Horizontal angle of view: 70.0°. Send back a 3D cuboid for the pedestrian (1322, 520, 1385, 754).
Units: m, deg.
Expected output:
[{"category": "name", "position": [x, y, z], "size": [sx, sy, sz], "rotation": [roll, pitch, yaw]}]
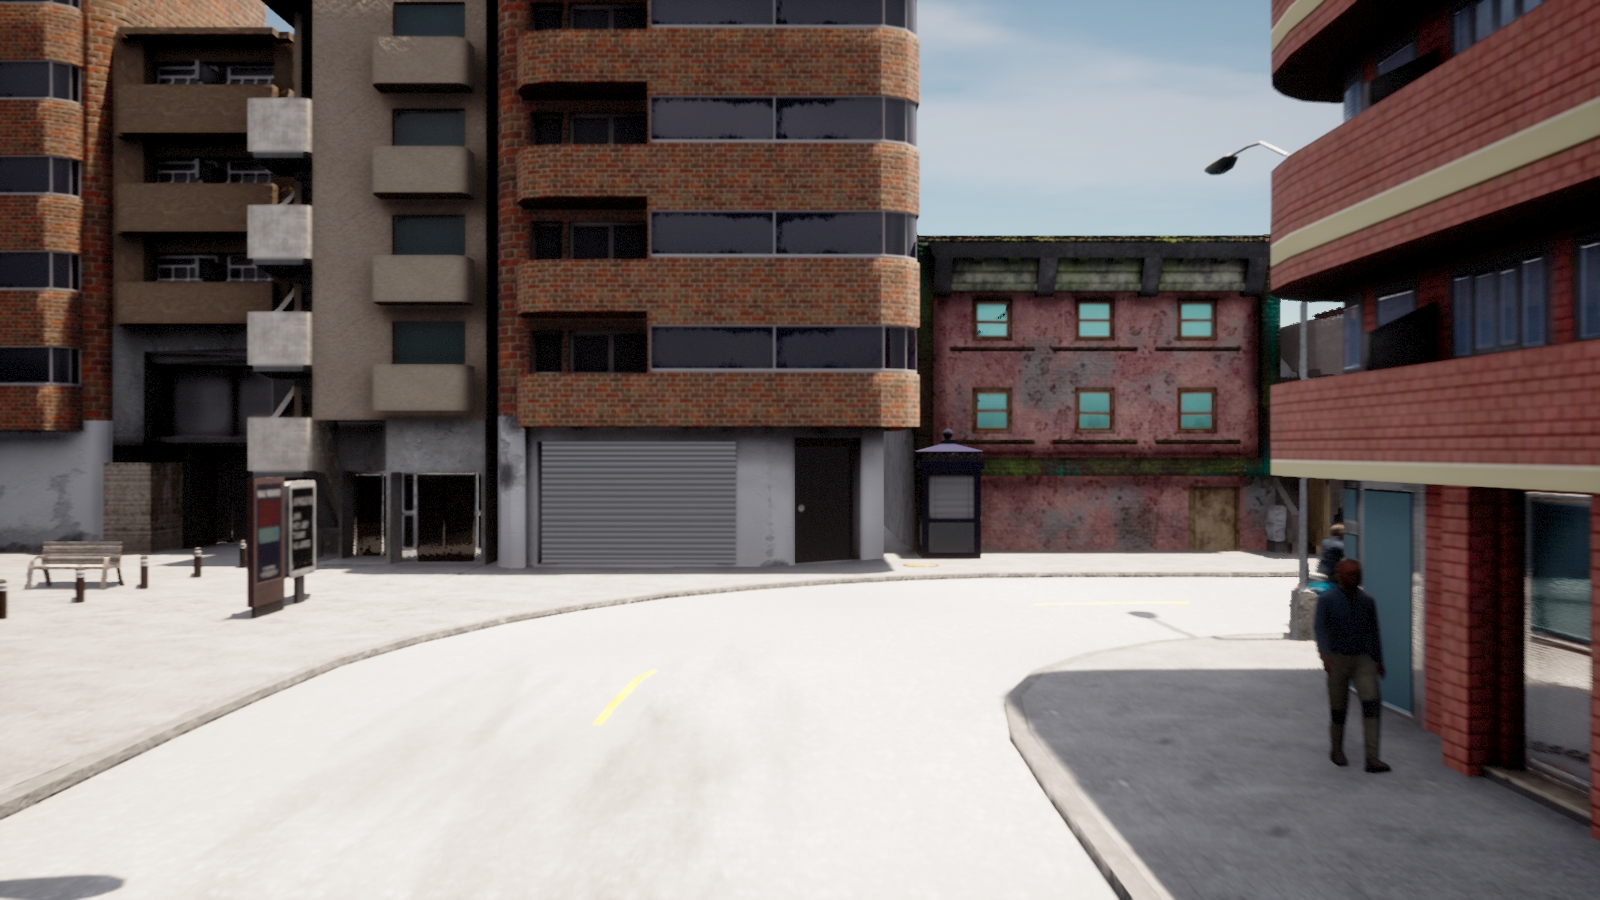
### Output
[{"category": "pedestrian", "position": [4.569, 1.524, 9.450], "size": [0.375, 1.860, 0.375], "rotation": [0, 0, 9]}]
